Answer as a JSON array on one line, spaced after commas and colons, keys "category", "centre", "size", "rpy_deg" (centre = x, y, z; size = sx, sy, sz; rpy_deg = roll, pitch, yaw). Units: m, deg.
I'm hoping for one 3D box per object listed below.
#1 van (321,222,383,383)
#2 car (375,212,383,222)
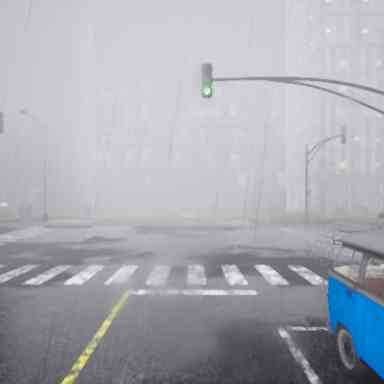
[{"category": "van", "centre": [2.677, 1.381, 3.130], "size": [1.690, 1.788, 3.998], "rpy_deg": [-1, -1, 0]}, {"category": "car", "centre": [13.700, 1.904, 19.872], "size": [4.718, 1.301, 1.895], "rpy_deg": [0, 0, 0]}]
